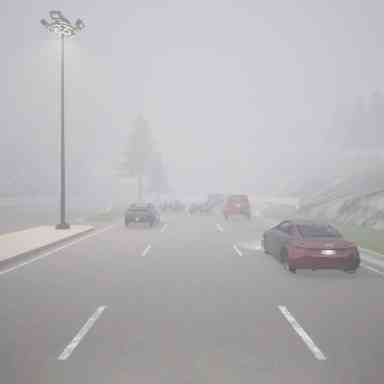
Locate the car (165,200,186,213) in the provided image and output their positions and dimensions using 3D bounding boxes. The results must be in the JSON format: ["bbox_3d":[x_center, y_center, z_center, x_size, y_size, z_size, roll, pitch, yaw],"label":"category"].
[{"bbox_3d":[-2.039,1.601,37.514,1.895,1.301,4.718,0,0,12],"label":"car"}]

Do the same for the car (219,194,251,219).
[{"bbox_3d":[3.844,1.221,29.401,2.150,2.045,5.566,0,0,2],"label":"car"}]

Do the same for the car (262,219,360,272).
[{"bbox_3d":[3.600,1.564,10.770,1.994,1.385,4.181,0,0,0],"label":"car"}]

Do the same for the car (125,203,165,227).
[{"bbox_3d":[-3.361,1.489,23.006,2.128,1.511,4.902,0,0,1],"label":"car"}]

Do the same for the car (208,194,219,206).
[{"bbox_3d":[3.424,1.221,44.486,2.150,2.045,5.566,0,0,16],"label":"car"}]

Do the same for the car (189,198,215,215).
[{"bbox_3d":[0.947,1.601,34.434,1.895,1.301,4.718,0,0,9],"label":"car"}]
